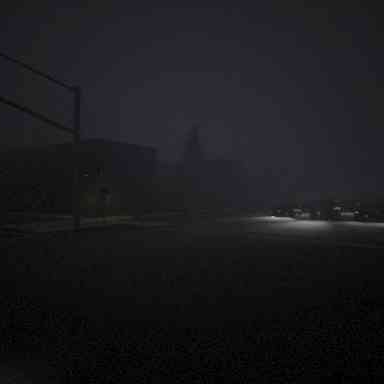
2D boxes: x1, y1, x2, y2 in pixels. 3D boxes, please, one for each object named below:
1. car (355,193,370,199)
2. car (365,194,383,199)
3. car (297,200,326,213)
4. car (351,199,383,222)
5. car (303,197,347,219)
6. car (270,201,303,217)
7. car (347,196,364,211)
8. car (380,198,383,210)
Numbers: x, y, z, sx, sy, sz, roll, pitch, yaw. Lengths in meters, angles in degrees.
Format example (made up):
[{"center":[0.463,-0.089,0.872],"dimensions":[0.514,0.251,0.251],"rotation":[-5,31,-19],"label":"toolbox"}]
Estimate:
[{"center":[23.929,1.226,46.623],"dimensions":[2.150,2.045,5.566],"rotation":[0,0,35],"label":"car"},{"center":[19.943,1.355,34.852],"dimensions":[2.097,1.767,4.553],"rotation":[0,0,35],"label":"car"},{"center":[13.857,1.607,38.360],"dimensions":[1.895,1.301,4.718],"rotation":[0,0,35],"label":"car"},{"center":[14.351,1.528,26.807],"dimensions":[1.812,1.442,4.674],"rotation":[0,0,34],"label":"car"},{"center":[11.779,1.496,29.270],"dimensions":[2.128,1.511,4.902],"rotation":[0,0,35],"label":"car"},{"center":[8.877,1.570,31.239],"dimensions":[1.994,1.385,4.181],"rotation":[0,0,34],"label":"car"},{"center":[17.783,1.552,37.876],"dimensions":[2.033,1.411,5.357],"rotation":[0,0,35],"label":"car"},{"center":[25.955,1.551,43.431],"dimensions":[2.033,1.411,5.357],"rotation":[0,0,34],"label":"car"}]
